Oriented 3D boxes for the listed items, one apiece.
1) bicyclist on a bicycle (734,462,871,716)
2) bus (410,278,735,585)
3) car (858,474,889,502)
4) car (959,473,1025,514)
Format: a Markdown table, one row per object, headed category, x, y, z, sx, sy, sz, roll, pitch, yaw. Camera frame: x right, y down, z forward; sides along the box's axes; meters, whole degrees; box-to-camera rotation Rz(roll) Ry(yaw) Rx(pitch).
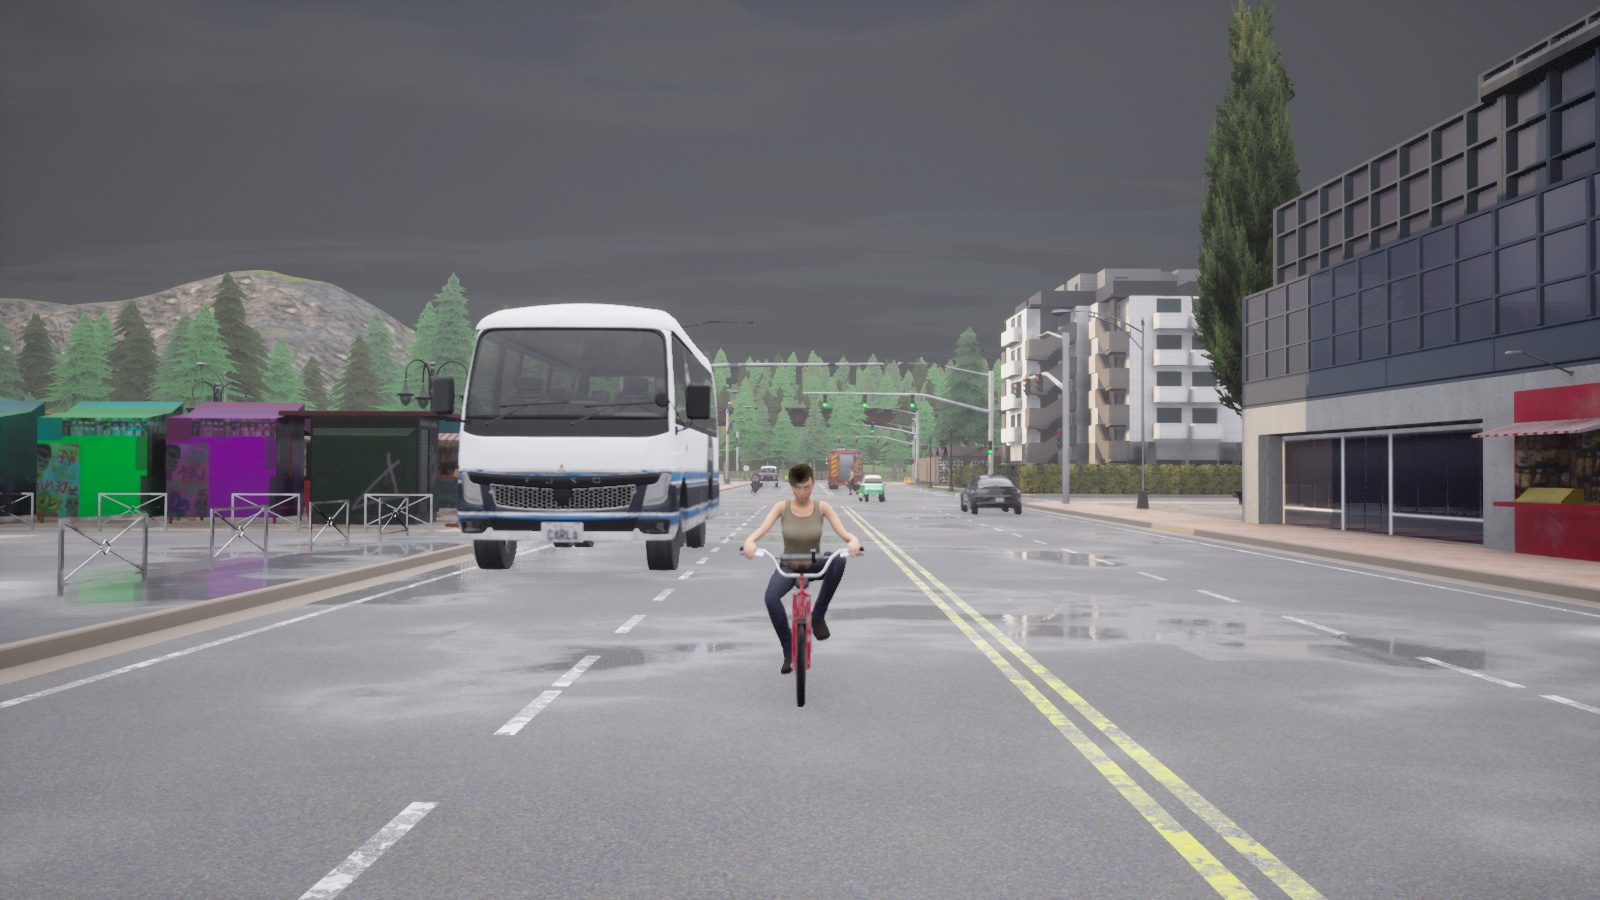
| category | x | y | z | sx | sy | sz | roll | pitch | yaw |
| --- | --- | --- | --- | --- | --- | --- | --- | --- | --- |
| bicyclist on a bicycle | 0.020 | 0.898 | 8.745 | 0.866 | 1.612 | 1.509 | 0 | -1 | 0 |
| bus | -3.425 | -0.170 | 22.572 | 3.944 | 4.253 | 10.273 | 0 | -1 | 0 |
| car | 3.765 | 1.941 | 64.889 | 1.481 | 1.376 | 2.207 | 0 | -1 | 0 |
| car | 7.189 | 1.606 | 47.413 | 1.812 | 1.442 | 4.674 | 0 | -1 | 0 |
